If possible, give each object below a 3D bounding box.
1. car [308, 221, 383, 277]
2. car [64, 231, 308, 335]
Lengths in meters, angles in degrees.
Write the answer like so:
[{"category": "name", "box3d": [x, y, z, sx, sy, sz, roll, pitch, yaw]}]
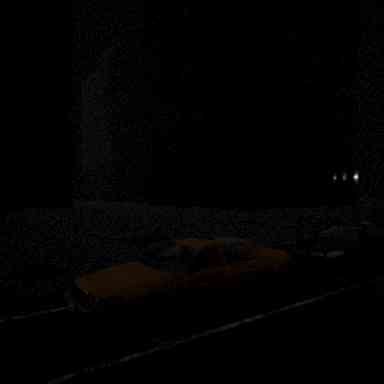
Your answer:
[{"category": "car", "box3d": [4.808, 1.555, 10.080, 4.206, 1.307, 1.802, 0, 0, -36]}, {"category": "car", "box3d": [0.047, 1.515, 6.683, 4.829, 1.417, 1.752, 0, 0, -36]}]
